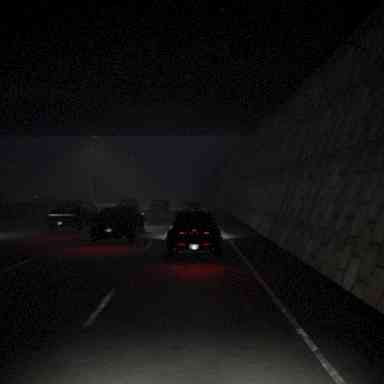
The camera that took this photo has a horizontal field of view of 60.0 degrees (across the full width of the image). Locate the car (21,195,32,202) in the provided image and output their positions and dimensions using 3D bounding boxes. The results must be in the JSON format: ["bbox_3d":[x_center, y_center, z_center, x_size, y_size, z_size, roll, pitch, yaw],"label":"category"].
[{"bbox_3d":[-28.127,1.312,58.295,2.128,1.511,4.902,0,0,1],"label":"car"}]

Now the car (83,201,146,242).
[{"bbox_3d":[-3.440,1.425,16.178,1.882,1.535,5.008,0,0,0],"label":"car"}]

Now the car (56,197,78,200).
[{"bbox_3d":[-10.467,1.448,31.185,2.033,1.411,5.357,0,0,0],"label":"car"}]

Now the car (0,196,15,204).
[{"bbox_3d":[-31.630,1.389,55.891,1.994,1.385,4.181,0,0,0],"label":"car"}]

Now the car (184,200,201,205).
[{"bbox_3d":[0.027,1.484,35.146,1.895,1.301,4.718,0,0,0],"label":"car"}]

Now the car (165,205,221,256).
[{"bbox_3d":[0.066,1.462,12.885,1.837,1.490,4.892,0,0,0],"label":"car"}]

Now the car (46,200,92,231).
[{"bbox_3d":[-6.947,1.428,19.901,2.128,1.511,4.902,0,0,0],"label":"car"}]

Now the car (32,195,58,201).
[{"bbox_3d":[-24.638,1.299,56.680,1.882,1.535,5.008,0,0,0],"label":"car"}]

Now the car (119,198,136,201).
[{"bbox_3d":[-6.973,1.374,36.395,2.128,1.511,4.902,0,0,0],"label":"car"}]

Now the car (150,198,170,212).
[{"bbox_3d":[-3.474,1.372,36.554,2.128,1.511,4.902,0,0,0],"label":"car"}]
